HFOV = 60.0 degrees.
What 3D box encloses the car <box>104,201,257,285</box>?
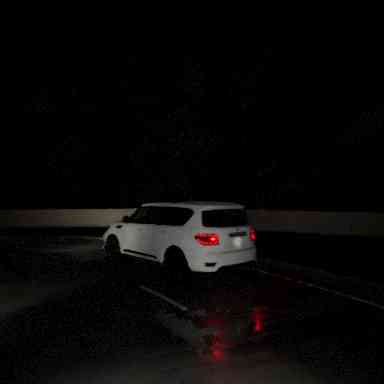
[{"bbox_3d":[-0.631,1.297,10.142,2.150,2.045,5.566,1,-1,-40],"label":"car"}]
